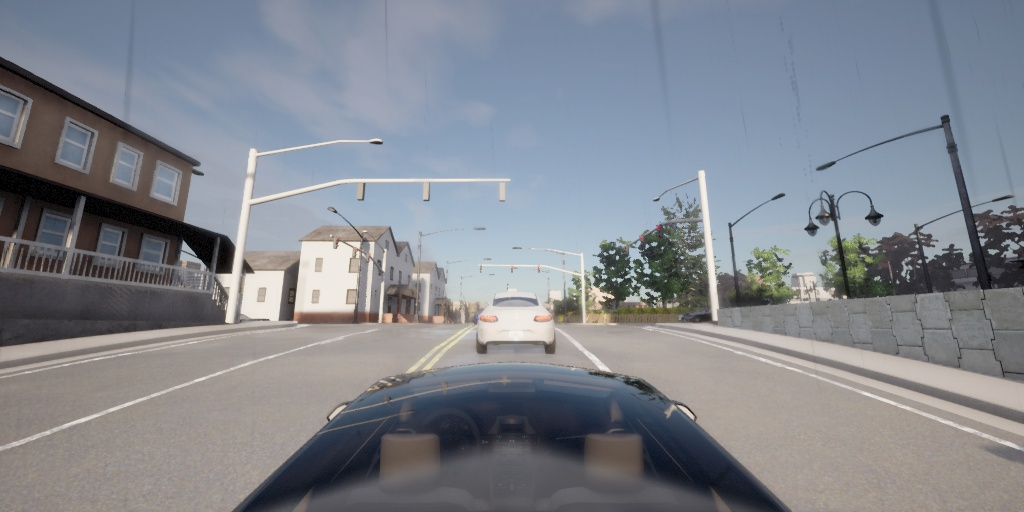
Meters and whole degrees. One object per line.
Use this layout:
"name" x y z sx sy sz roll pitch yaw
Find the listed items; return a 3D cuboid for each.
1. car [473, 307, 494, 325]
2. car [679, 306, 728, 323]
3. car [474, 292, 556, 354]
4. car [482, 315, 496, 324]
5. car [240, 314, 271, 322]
"car" -3.590 7.729 45.877 2.150 2.045 5.566 0 -11 0
"car" 15.998 4.810 28.890 4.902 1.511 2.128 0 -11 1
"car" 0.090 1.707 9.766 1.812 1.442 4.674 0 -6 0
"car" -3.579 9.939 55.989 1.812 1.442 4.674 0 -11 0
"car" -20.140 5.102 25.551 5.566 2.045 2.150 -9 -10 -1
